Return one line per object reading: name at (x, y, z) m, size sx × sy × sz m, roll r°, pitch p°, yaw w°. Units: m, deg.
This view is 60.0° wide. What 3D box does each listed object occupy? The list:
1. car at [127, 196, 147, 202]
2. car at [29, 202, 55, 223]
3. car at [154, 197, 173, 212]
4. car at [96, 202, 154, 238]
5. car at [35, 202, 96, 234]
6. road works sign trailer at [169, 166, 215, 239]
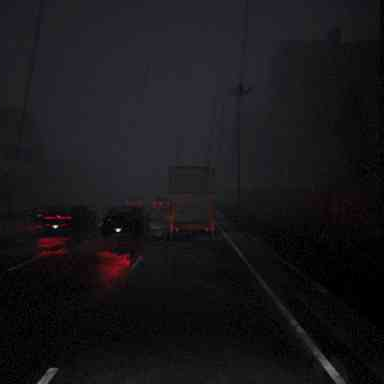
car at (-6.899, 1.332, 41.932) m, size 2.097 × 1.767 × 4.553 m, roll 0°, pitch 0°, yaw 0°
car at (-10.400, 1.465, 25.126) m, size 1.882 × 1.535 × 5.008 m, roll 0°, pitch 0°, yaw 0°
car at (-3.400, 1.333, 39.120) m, size 2.097 × 1.767 × 4.553 m, roll 0°, pitch 0°, yaw 0°
car at (-3.401, 1.495, 17.763) m, size 1.837 × 1.490 × 4.892 m, roll 0°, pitch 0°, yaw 0°
car at (-6.901, 1.494, 19.248) m, size 1.837 × 1.490 × 4.892 m, roll 0°, pitch 0°, yaw 0°
road works sign trailer at (-0.001, 0.455, 17.398) m, size 2.380 × 3.560 × 2.880 m, roll 0°, pitch 0°, yaw 0°
